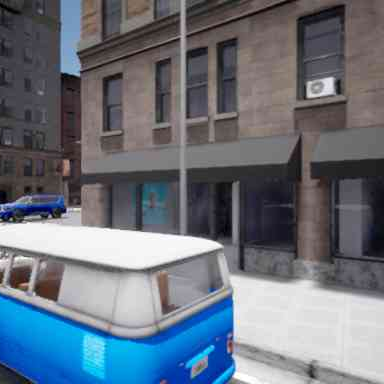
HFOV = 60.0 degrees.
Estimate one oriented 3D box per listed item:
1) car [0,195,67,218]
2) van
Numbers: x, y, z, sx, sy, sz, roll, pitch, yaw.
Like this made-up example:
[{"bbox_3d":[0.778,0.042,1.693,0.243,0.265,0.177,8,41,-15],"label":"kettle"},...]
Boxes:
[{"bbox_3d":[-13.265,1.299,27.809,2.150,2.045,5.566,0,0,35],"label":"car"},{"bbox_3d":[-1.438,1.352,4.102,3.998,1.788,1.690,0,0,35],"label":"van"}]
